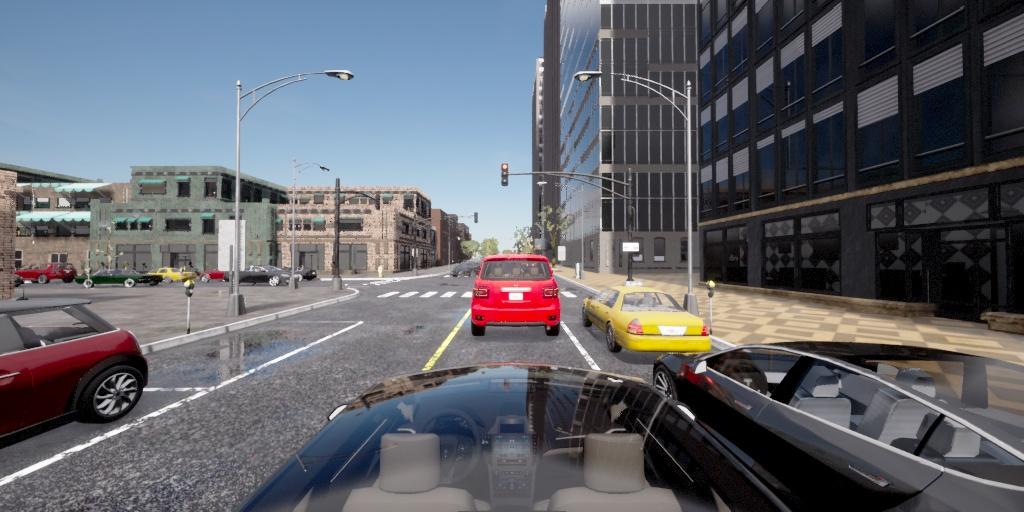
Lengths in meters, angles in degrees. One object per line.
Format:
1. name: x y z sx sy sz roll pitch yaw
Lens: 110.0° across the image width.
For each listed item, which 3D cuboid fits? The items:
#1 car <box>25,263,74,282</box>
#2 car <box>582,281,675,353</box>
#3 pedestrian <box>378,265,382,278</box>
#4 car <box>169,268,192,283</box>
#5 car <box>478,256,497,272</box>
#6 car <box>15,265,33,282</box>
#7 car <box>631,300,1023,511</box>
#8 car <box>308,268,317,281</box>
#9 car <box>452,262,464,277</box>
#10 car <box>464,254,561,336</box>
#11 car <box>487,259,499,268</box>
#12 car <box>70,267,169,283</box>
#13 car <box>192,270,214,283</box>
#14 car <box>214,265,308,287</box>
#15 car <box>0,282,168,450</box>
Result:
1. car: -41.664 1.522 31.723 5.009 1.841 2.192 0 0 1
2. car: 2.814 1.277 8.628 1.751 1.417 4.829 0 0 0
3. pedestrian: -12.611 1.398 34.365 0.375 1.300 0.375 0 0 1
4. car: -30.738 1.627 31.606 4.829 1.417 1.751 0 0 1
5. car: -3.193 0.989 47.965 2.150 2.045 5.566 0 0 0
6. car: -38.501 1.591 25.919 4.892 1.490 1.837 -1 -1 1
7. car: 2.656 1.316 2.815 1.948 1.339 4.313 0 0 0
8. car: -19.473 1.561 31.485 4.313 1.339 1.948 0 0 1
9. car: -4.159 1.266 34.648 1.837 1.490 4.892 1 0 14
10. car: 0.082 0.975 10.503 2.150 2.045 5.566 0 0 0
11. car: -3.196 1.298 61.652 1.812 1.442 4.674 0 0 1
12. car: -28.088 1.587 25.794 4.718 1.301 1.895 -1 -1 1
13. car: -25.020 1.488 31.545 4.097 1.591 1.967 0 0 1
14. car: -17.885 1.381 25.703 4.902 1.511 2.128 -1 -1 2
15. car: -5.692 1.190 2.852 1.967 1.591 4.097 0 0 0
